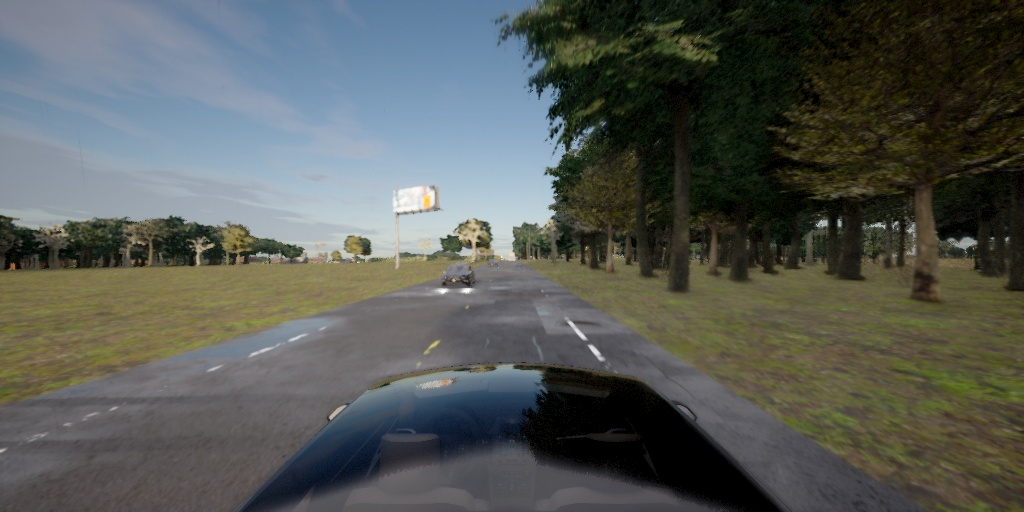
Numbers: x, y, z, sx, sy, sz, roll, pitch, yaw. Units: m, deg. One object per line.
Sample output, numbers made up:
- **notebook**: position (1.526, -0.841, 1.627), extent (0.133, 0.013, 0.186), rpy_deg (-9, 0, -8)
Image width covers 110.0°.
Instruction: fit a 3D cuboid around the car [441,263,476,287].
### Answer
- **car**: position (-3.581, 1.268, 24.636), extent (1.837, 1.490, 4.892), rpy_deg (0, 0, 0)
